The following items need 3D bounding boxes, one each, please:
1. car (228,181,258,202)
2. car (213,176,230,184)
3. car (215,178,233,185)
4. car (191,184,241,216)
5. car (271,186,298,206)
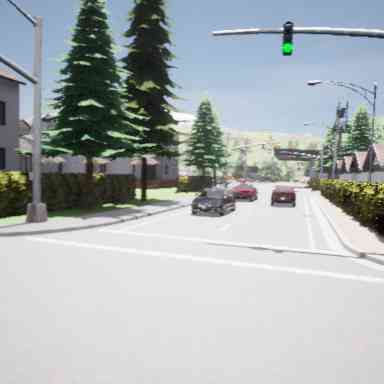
[{"bbox_3d":[4.980,0.021,30.903,1.882,1.535,5.008,3,3,18],"label":"car"},{"bbox_3d":[6.132,-2.696,76.520,3.866,1.878,1.905,3,3,18],"label":"car"},{"bbox_3d":[7.724,-2.518,79.510,3.806,1.475,1.970,3,3,18],"label":"car"},{"bbox_3d":[1.434,0.497,20.136,1.837,1.490,4.892,3,3,19],"label":"car"},{"bbox_3d":[7.700,0.268,27.672,1.882,1.535,5.008,3,3,18],"label":"car"}]
